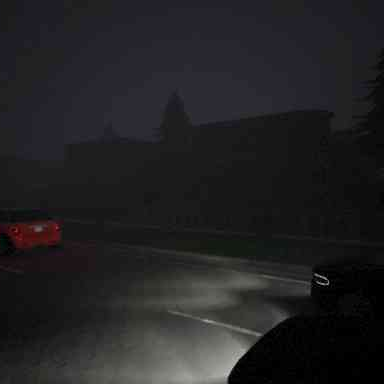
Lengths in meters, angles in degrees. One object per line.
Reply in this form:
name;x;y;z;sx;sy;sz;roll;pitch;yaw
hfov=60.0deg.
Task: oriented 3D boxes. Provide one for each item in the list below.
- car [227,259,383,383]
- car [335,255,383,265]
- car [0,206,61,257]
car;2.826;1.541;1.975;5.357;1.411;2.033;0;0;36
car;4.455;1.474;5.117;5.008;1.535;1.882;0;0;36
car;-7.423;1.422;13.587;4.553;1.767;2.097;0;0;36
